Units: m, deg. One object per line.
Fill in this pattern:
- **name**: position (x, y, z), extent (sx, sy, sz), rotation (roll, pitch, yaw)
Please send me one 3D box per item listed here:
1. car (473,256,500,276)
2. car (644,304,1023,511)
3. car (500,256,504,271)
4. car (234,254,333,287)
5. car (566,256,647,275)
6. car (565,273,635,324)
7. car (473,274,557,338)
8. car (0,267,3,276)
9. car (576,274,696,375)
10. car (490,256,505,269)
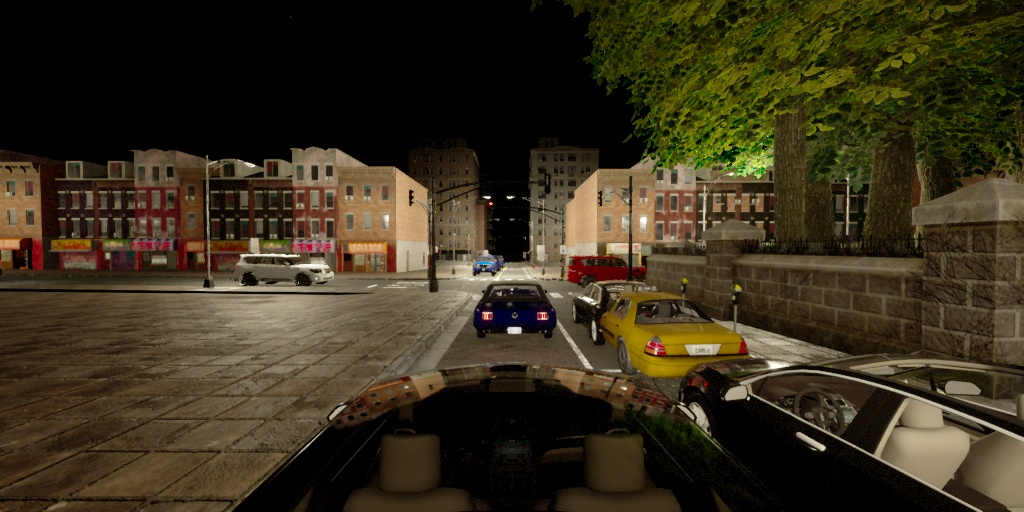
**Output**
- **car**: position (-2.749, 0.981, 37.284), extent (2.150, 2.045, 5.566), rotation (0, 0, 0)
- **car**: position (2.637, 1.300, 2.169), extent (2.007, 1.370, 4.403), rotation (0, 0, 0)
- **car**: position (-2.652, 0.993, 47.895), extent (2.150, 2.045, 5.566), rotation (0, 0, 1)
- **car**: position (-14.425, 0.897, 22.759), extent (5.566, 2.045, 2.150), rotation (1, 1, 0)
- **car**: position (6.164, 1.020, 22.710), extent (5.566, 2.045, 2.150), rotation (0, 1, 0)
- **car**: position (2.661, 1.299, 9.304), extent (2.007, 1.370, 4.403), rotation (0, 0, 0)
- **car**: position (0.075, 1.349, 10.109), extent (1.895, 1.301, 4.718), rotation (0, 0, 0)
- **car**: position (-36.342, 0.653, 22.819), extent (5.566, 2.045, 2.150), rotation (1, 1, 0)
- **car**: position (2.686, 1.274, 7.330), extent (1.751, 1.417, 4.829), rotation (0, 0, 0)
- **car**: position (-2.505, 1.004, 61.698), extent (2.150, 2.045, 5.566), rotation (0, 1, 2)
